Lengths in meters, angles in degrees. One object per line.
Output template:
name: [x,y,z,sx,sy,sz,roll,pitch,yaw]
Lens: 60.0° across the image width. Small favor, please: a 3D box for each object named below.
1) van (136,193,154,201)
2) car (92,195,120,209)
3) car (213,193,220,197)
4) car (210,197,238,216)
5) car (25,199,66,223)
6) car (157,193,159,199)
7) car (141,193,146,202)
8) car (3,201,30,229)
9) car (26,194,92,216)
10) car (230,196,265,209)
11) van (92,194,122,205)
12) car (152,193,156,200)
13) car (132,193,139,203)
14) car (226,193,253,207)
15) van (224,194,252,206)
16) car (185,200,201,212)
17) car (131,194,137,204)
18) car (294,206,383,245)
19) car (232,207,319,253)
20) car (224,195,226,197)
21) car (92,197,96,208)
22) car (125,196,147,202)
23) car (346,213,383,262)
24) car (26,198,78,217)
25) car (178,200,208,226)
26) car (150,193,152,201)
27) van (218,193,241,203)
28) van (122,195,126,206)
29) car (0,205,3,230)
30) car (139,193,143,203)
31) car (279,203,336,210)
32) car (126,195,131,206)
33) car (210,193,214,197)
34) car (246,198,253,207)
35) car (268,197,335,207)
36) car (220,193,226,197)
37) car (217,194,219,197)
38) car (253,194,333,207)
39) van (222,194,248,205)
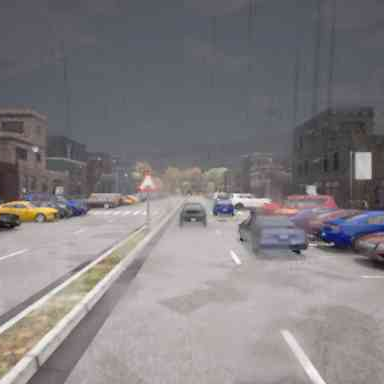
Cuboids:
van: [-12.505,1.301,88.997,4.442,1.987,1.878,0,0,0]
car: [-12.617,1.498,44.529,4.892,1.521,2.231,0,0,0]
car: [7.406,1.514,65.426,5.366,1.575,1.946,0,0,0]
car: [3.070,1.527,33.501,1.882,1.535,5.008,0,0,0]
car: [-12.629,1.491,25.072,5.008,1.535,2.097,0,0,0]
car: [-12.594,1.285,91.774,5.566,2.045,2.435,0,0,0]
car: [-12.591,1.363,69.542,4.553,1.767,2.185,0,0,0]
car: [-12.636,1.487,19.397,5.008,1.535,2.097,0,0,0]
car: [-12.595,1.243,30.631,5.566,2.045,2.435,0,0,0]
car: [7.637,1.408,45.998,4.553,1.767,2.185,0,0,0]
van: [-12.740,1.270,47.309,4.442,1.987,1.878,0,0,0]
car: [-12.594,1.258,83.439,5.566,2.045,2.435,0,0,0]
car: [-12.654,1.364,61.205,4.553,1.767,2.185,0,0,0]
car: [7.637,1.284,43.363,5.566,2.045,2.435,0,0,0]
van: [7.483,1.301,54.396,4.442,1.987,1.878,0,0,0]
car: [0.073,1.655,41.561,1.895,1.301,4.718,0,0,0]
car: [-12.438,1.490,55.647,5.366,1.575,1.946,0,0,0]
car: [7.627,1.539,15.785,4.674,1.452,2.002,0,0,0]
car: [3.090,1.561,13.691,2.033,1.411,5.357,0,0,0]
car: [7.599,1.531,48.755,5.008,1.535,2.097,0,0,0]
car: [-12.594,1.525,33.411,4.792,1.488,2.163,0,0,0]
car: [-12.620,1.534,75.101,4.674,1.452,2.002,0,0,0]
car: [7.636,1.528,10.271,4.674,1.452,2.002,0,0,0]
car: [-12.617,1.494,27.852,4.892,1.521,2.231,0,0,0]
car: [0.085,1.542,23.885,1.837,1.490,4.892,0,0,0]
car: [-12.616,1.499,77.880,4.892,1.521,2.231,0,0,0]
van: [7.706,1.290,68.185,4.442,1.987,1.878,0,0,0]
van: [-12.740,1.270,50.088,4.442,1.987,1.878,0,0,0]
car: [-12.668,1.514,16.741,4.792,1.488,2.163,0,0,0]
car: [-12.618,1.489,63.987,5.008,1.535,2.097,0,0,0]
car: [7.624,1.546,18.673,4.674,1.452,2.002,0,0,0]
car: [-12.625,1.535,52.868,4.674,1.452,2.002,0,0,0]
car: [7.611,1.269,76.455,5.566,2.045,2.435,0,0,0]
car: [7.589,1.556,29.575,4.792,1.488,2.163,0,0,0]
car: [7.594,1.386,21.301,4.553,1.767,2.185,0,0,0]
car: [7.630,1.278,51.638,5.566,2.045,2.435,0,0,0]
car: [7.591,1.558,62.668,4.674,1.452,2.002,0,0,0]
car: [7.594,1.266,24.059,5.566,2.045,2.435,0,0,0]
van: [7.712,1.295,59.912,4.442,1.987,1.878,0,0,0]
